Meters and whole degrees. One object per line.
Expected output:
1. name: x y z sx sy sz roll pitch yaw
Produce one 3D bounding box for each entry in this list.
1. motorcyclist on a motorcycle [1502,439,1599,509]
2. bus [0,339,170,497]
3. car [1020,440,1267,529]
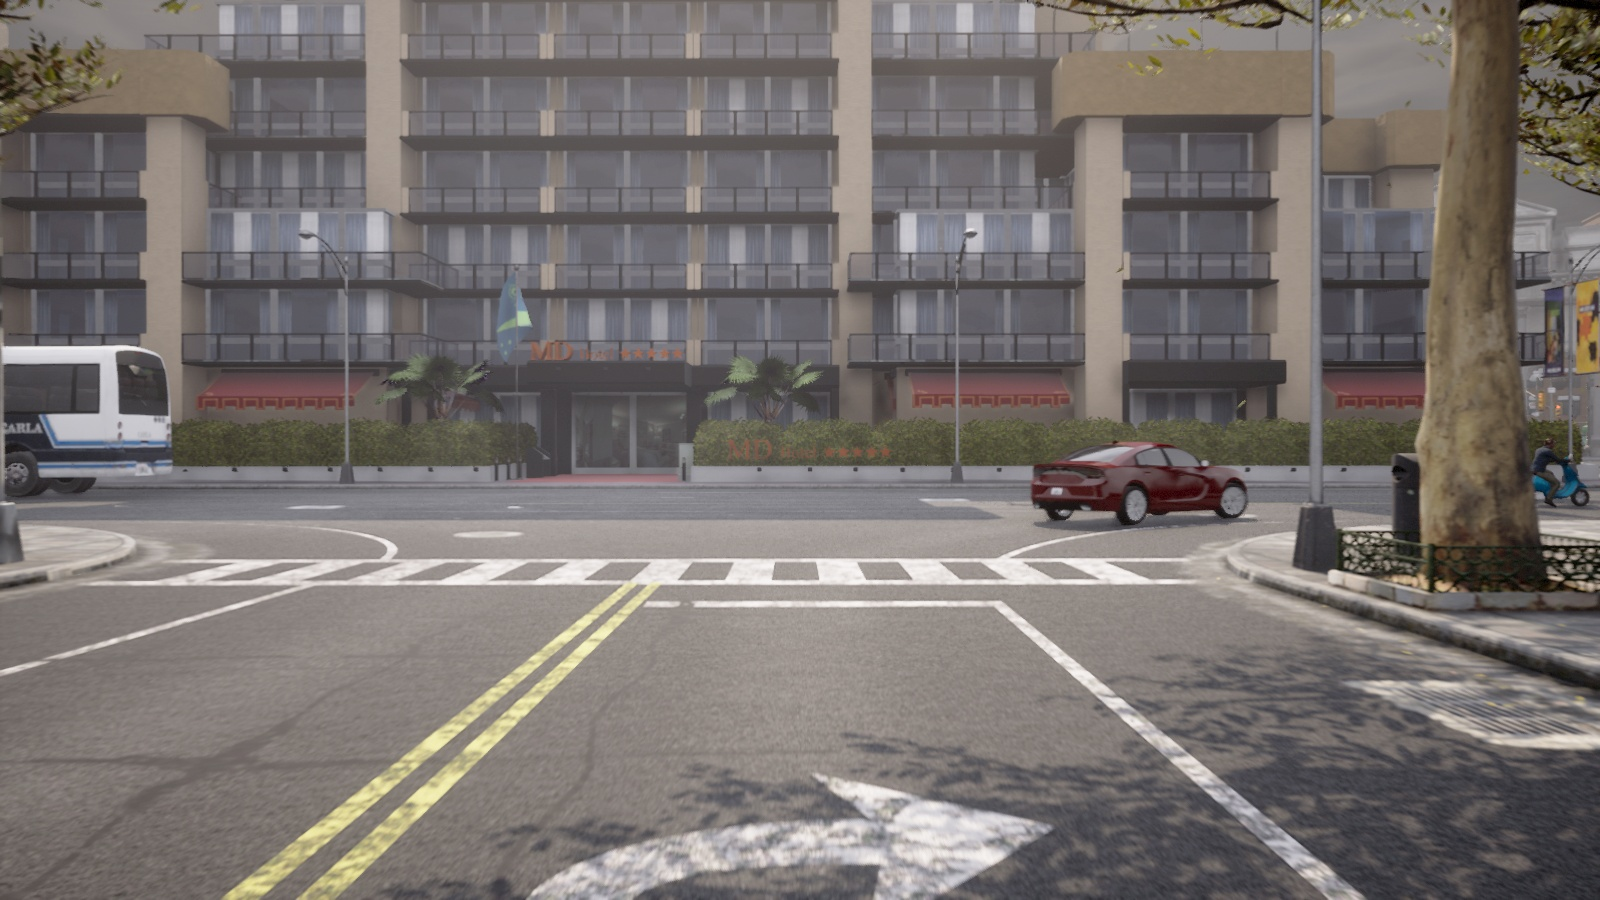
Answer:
1. motorcyclist on a motorcycle: 17.410 0.550 29.065 1.817 1.590 0.866 0 0 0
2. bus: -24.278 -0.853 36.123 10.273 4.253 3.944 0 0 0
3. car: 6.669 0.594 24.105 5.008 1.535 1.882 0 0 -37
